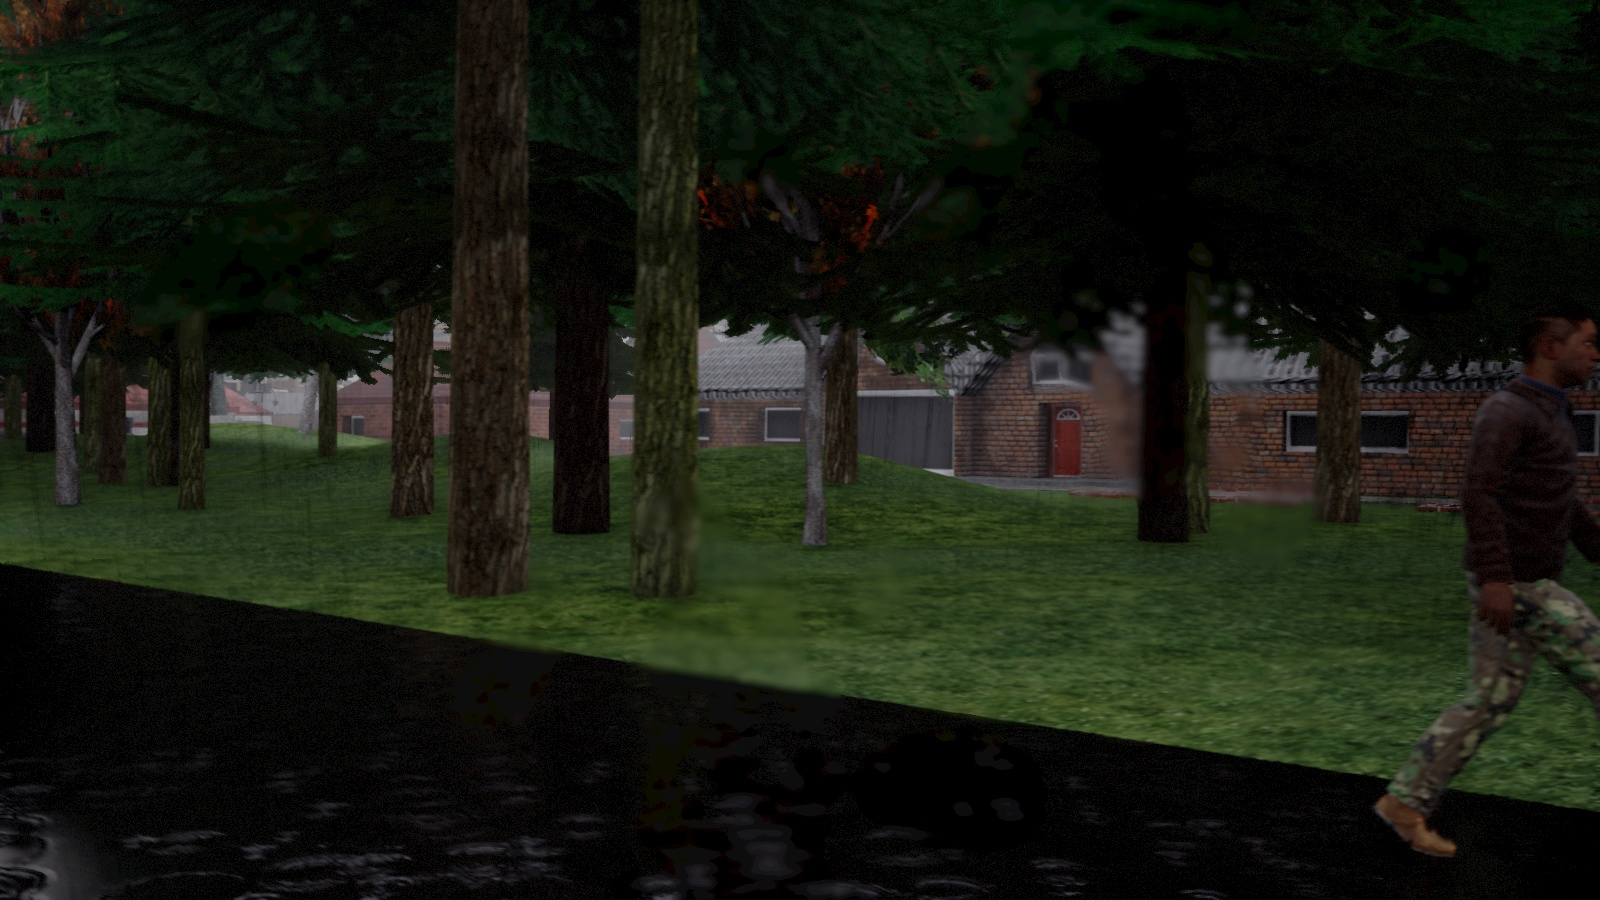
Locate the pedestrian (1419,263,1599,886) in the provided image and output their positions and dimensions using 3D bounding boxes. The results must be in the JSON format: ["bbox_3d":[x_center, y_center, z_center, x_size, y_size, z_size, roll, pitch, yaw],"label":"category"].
[{"bbox_3d":[2.374,0.367,3.953,0.703,1.840,0.431,0,1,35],"label":"pedestrian"}]
